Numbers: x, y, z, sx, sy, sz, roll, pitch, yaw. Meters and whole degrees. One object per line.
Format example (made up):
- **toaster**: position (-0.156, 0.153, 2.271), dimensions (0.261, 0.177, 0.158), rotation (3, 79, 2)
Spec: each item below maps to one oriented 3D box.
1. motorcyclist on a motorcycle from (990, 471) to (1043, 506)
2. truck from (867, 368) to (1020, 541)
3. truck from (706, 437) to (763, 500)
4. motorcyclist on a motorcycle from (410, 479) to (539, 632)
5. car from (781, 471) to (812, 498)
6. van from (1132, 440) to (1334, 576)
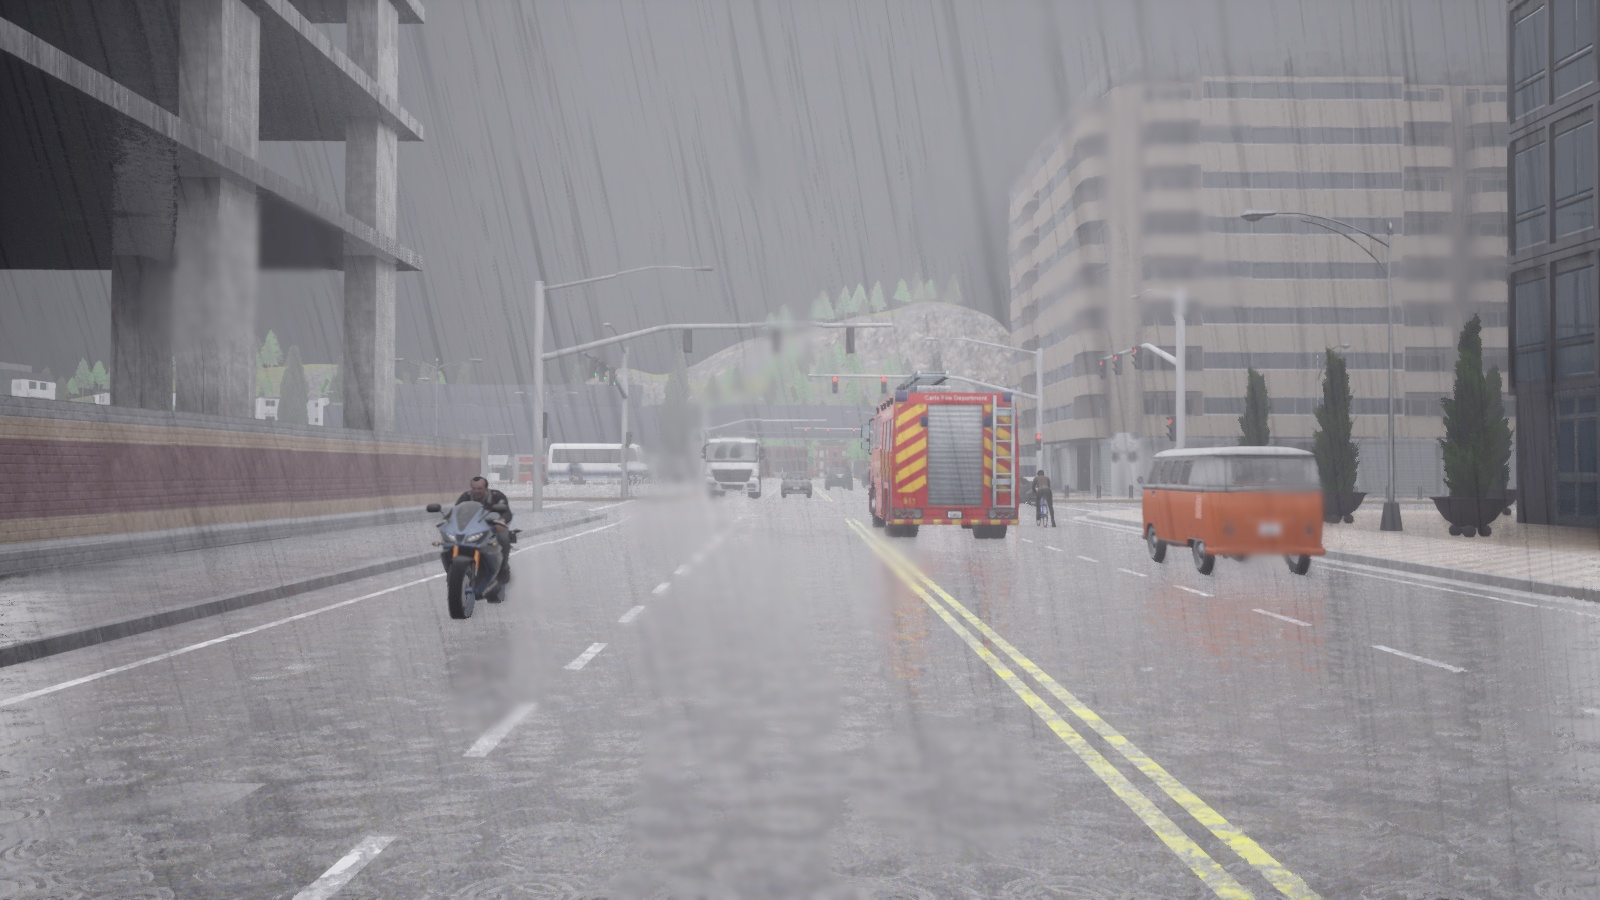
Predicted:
- **motorcyclist on a motorcycle**: position (9.594, 1.716, 55.720), dimensions (2.191, 1.530, 0.866), rotation (0, -1, -1)
- **truck**: position (3.412, 0.173, 32.061), dimensions (2.891, 3.827, 8.468), rotation (0, -1, 0)
- **truck**: position (-3.691, 1.064, 72.659), dimensions (2.891, 3.462, 7.936), rotation (0, -1, 0)
- **motorcyclist on a motorcycle**: position (-3.536, 1.096, 13.866), dimensions (0.866, 1.530, 2.191), rotation (0, -1, 0)
- **car**: position (-0.190, 2.029, 73.717), dimensions (1.789, 1.549, 3.705), rotation (0, -1, 0)
- **van**: position (6.944, 0.886, 20.664), dimensions (1.775, 1.987, 4.442), rotation (0, -1, 0)
